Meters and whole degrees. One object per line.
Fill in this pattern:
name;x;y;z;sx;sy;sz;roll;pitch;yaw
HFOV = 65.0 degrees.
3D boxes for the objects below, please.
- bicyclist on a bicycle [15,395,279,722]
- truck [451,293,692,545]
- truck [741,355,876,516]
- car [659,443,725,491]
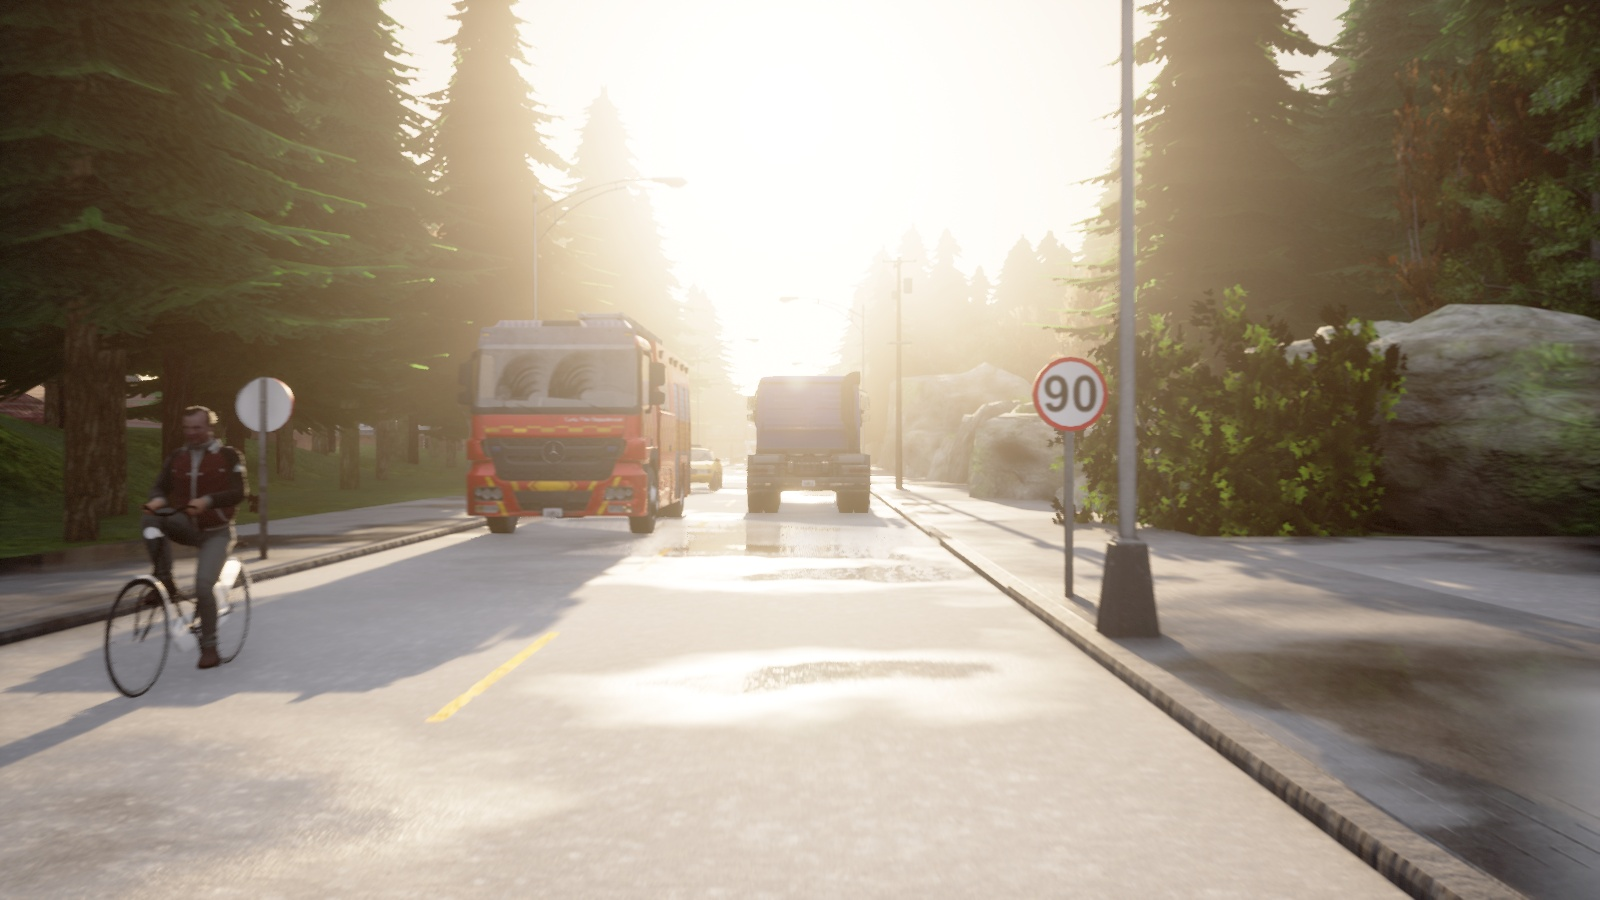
bicyclist on a bicycle;-3.940;0.592;7.758;0.659;1.776;1.843;0;0;0
truck;-3.847;-0.488;23.366;2.891;3.827;8.468;0;0;0
truck;0.207;-0.323;30.913;2.891;3.462;7.936;0;0;0
car;-3.703;0.559;43.712;1.801;1.575;5.366;0;0;0
